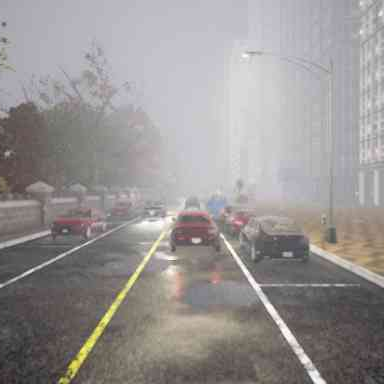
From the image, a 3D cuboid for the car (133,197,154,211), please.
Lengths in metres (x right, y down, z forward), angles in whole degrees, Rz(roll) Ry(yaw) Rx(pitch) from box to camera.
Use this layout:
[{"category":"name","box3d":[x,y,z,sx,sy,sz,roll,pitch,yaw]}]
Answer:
[{"category":"car","box3d":[-5.688,1.403,39.507,1.752,1.417,4.829,0,0,0]}]

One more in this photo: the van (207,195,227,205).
[{"category":"van","box3d":[2.692,1.232,34.045,1.690,1.788,3.998,0,0,0]}]

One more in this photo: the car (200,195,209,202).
[{"category":"car","box3d":[2.693,1.382,73.469,1.802,1.307,4.206,0,0,0]}]

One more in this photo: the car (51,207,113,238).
[{"category":"car","box3d":[-5.689,1.486,17.148,1.887,1.381,4.507,0,0,0]}]

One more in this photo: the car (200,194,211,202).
[{"category":"car","box3d":[2.694,1.250,67.838,1.967,1.590,4.097,0,0,0]}]

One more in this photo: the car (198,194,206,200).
[{"category":"car","box3d":[2.695,1.220,90.365,1.967,1.590,4.097,0,0,0]}]

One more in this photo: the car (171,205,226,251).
[{"category":"car","box3d":[0.112,1.478,13.652,1.812,1.442,4.674,0,0,-1]}]

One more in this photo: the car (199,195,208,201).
[{"category":"car","box3d":[2.694,1.343,79.102,2.008,1.369,4.403,0,0,0]}]

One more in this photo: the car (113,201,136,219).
[{"category":"car","box3d":[-5.689,1.452,28.412,1.887,1.381,4.507,0,0,0]}]

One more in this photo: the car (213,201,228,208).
[{"category":"car","box3d":[2.691,1.506,22.780,1.802,1.307,4.206,0,0,0]}]

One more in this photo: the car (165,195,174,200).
[{"category":"car","box3d":[-5.686,1.352,84.733,1.947,1.339,4.313,0,0,0]}]

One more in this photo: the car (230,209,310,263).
[{"category":"car","box3d":[2.690,1.511,11.515,2.008,1.369,4.403,0,0,0]}]

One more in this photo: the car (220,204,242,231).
[{"category":"car","box3d":[2.691,1.523,17.148,1.802,1.307,4.206,0,0,0]}]

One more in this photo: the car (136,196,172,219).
[{"category":"car","box3d":[-3.093,1.399,28.158,2.128,1.511,4.902,0,0,0]}]

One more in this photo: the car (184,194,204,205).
[{"category":"car","box3d":[0.103,1.362,41.637,2.128,1.511,4.902,0,0,0]}]

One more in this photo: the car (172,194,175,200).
[{"category":"car","box3d":[-5.686,1.233,79.102,1.967,1.590,4.097,0,0,0]}]

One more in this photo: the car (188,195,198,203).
[{"category":"car","box3d":[0.104,1.324,64.051,1.837,1.490,4.892,0,0,0]}]

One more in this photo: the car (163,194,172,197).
[{"category":"car","box3d":[-5.686,1.377,67.838,1.947,1.339,4.313,0,0,0]}]

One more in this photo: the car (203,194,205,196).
[{"category":"car","box3d":[2.694,1.418,56.573,1.802,1.307,4.206,0,0,0]}]

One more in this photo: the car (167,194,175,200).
[{"category":"car","box3d":[-5.685,1.221,90.366,1.967,1.590,4.097,0,0,0]}]

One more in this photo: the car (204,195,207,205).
[{"category":"car","box3d":[2.692,1.445,45.308,1.802,1.307,4.206,0,0,0]}]
